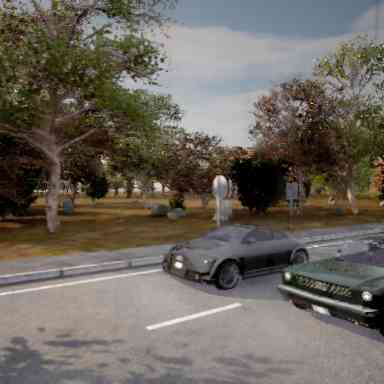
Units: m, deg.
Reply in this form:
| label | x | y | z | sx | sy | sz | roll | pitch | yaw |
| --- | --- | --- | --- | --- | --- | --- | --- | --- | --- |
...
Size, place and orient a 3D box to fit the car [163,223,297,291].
| label | x | y | z | sx | sy | sz | roll | pitch | yaw |
| --- | --- | --- | --- | --- | --- | --- | --- | --- | --- |
| car | 1.313 | 1.588 | 9.160 | 4.181 | 1.385 | 1.994 | 0 | 0 | -35 |

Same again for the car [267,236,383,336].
| label | x | y | z | sx | sy | sz | roll | pitch | yaw |
| --- | --- | --- | --- | --- | --- | --- | --- | --- | --- |
| car | 3.914 | 1.626 | 6.705 | 4.718 | 1.301 | 1.895 | 0 | 0 | -35 |
